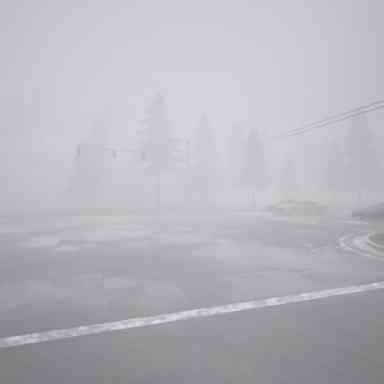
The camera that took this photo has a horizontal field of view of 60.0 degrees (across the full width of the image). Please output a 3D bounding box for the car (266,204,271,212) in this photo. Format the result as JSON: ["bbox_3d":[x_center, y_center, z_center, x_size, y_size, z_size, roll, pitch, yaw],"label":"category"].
[{"bbox_3d":[10.269,1.505,35.392,4.892,1.490,1.837,0,0,-18],"label":"car"}]

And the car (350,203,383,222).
[{"bbox_3d":[15.088,1.547,25.915,5.357,1.411,2.033,0,0,-17],"label":"car"}]

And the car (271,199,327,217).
[{"bbox_3d":[10.439,1.478,31.760,5.008,1.535,1.882,0,0,-18],"label":"car"}]

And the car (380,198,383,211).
[{"bbox_3d":[25.300,1.478,39.911,5.008,1.535,1.882,0,0,-16],"label":"car"}]
